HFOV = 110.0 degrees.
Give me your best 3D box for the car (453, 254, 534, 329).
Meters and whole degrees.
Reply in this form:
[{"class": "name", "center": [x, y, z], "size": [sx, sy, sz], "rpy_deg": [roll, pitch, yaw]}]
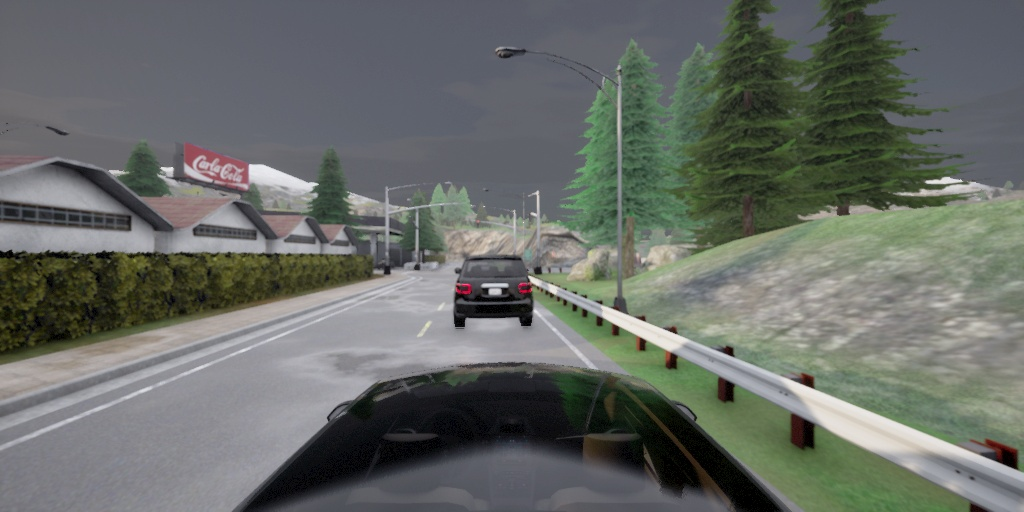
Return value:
[{"class": "car", "center": [-0.670, 0.966, 11.512], "size": [2.150, 2.045, 5.566], "rpy_deg": [0, 0, -5]}]
